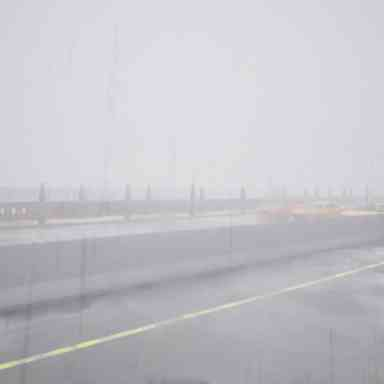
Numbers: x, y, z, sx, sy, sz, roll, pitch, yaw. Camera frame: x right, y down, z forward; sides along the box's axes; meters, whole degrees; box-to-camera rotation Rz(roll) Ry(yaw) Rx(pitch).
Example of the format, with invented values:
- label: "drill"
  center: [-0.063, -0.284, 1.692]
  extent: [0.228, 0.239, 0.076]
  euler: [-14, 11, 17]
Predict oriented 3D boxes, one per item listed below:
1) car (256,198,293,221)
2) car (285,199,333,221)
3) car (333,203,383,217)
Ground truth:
- label: "car"
  center: [7.268, 1.336, 26.869]
  extent: [4.553, 1.767, 2.097]
  euler: [0, 0, -37]
- label: "car"
  center: [9.239, 1.460, 23.971]
  extent: [5.008, 1.535, 1.882]
  euler: [0, 0, -37]
- label: "car"
  center: [11.357, 1.459, 21.186]
  extent: [5.008, 1.535, 1.882]
  euler: [0, 0, -37]
